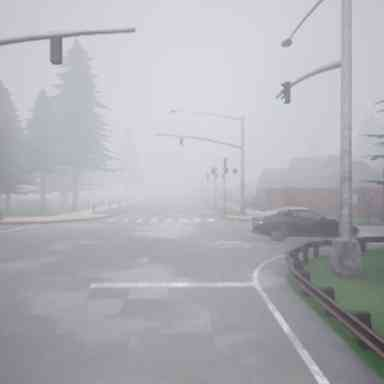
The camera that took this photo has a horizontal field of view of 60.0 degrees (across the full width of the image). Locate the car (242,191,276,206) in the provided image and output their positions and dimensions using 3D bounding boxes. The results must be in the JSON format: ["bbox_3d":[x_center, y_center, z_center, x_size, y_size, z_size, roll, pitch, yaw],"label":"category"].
[{"bbox_3d":[8.438,0.844,42.250,3.866,1.878,1.905,0,0,-1],"label":"car"}]

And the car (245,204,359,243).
[{"bbox_3d":[4.897,1.407,14.776,4.674,1.442,1.812,0,0,1],"label":"car"}]

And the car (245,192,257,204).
[{"bbox_3d":[8.852,0.860,39.740,4.605,1.855,1.932,0,0,-1],"label":"car"}]
